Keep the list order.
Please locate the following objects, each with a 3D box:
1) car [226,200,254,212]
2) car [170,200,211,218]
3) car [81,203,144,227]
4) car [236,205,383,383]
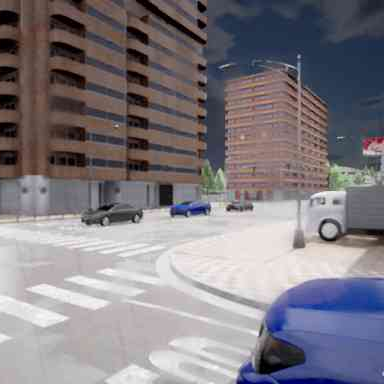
[{"bbox_3d":[5.726,1.611,39.531,1.994,1.385,4.181,0,0,36],"label":"car"},{"bbox_3d":[-0.084,1.524,31.415,1.882,1.535,5.008,0,0,36],"label":"car"},{"bbox_3d":[-5.567,1.551,23.687,1.837,1.490,4.892,0,0,35],"label":"car"},{"bbox_3d":[3.013,1.222,1.831,5.566,2.045,2.150,0,0,36],"label":"car"}]
